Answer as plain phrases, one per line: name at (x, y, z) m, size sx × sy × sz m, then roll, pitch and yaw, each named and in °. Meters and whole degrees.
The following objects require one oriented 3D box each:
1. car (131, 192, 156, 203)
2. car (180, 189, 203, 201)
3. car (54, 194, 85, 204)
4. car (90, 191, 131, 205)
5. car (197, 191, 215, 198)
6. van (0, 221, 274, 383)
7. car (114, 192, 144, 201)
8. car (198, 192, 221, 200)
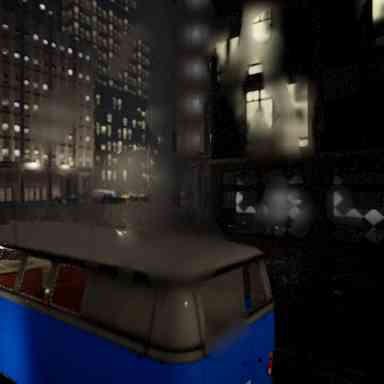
car at (-6.802, 0.814, 45.620) m, size 2.008 × 1.369 × 4.403 m, roll 0°, pitch 1°, yaw 36°
car at (-0.139, 0.494, 54.715) m, size 2.192 × 1.841 × 5.009 m, roll 0°, pitch 1°, yaw 36°
car at (-16.919, 0.877, 45.989) m, size 1.947 × 1.339 × 4.313 m, roll 0°, pitch 1°, yaw 36°
car at (-10.133, 0.850, 41.071) m, size 1.887 × 1.381 × 4.507 m, roll 0°, pitch 1°, yaw 36°
car at (3.076, 0.495, 73.291) m, size 1.967 × 1.590 × 4.097 m, roll 1°, pitch 1°, yaw 36°
van at (-1.106, 1.304, 3.680) m, size 3.998 × 1.788 × 1.690 m, roll 1°, pitch 0°, yaw 36°
car at (-10.354, 0.753, 54.952) m, size 1.752 × 1.417 × 4.829 m, roll 0°, pitch 1°, yaw 36°
car at (3.191, 0.687, 59.266) m, size 2.008 × 1.369 × 4.403 m, roll 0°, pitch 1°, yaw 36°
